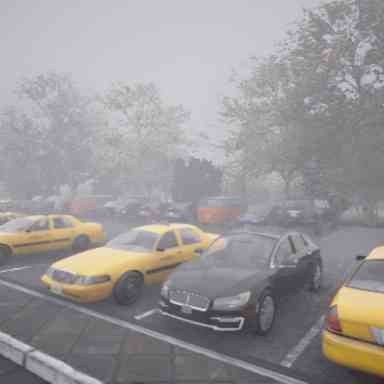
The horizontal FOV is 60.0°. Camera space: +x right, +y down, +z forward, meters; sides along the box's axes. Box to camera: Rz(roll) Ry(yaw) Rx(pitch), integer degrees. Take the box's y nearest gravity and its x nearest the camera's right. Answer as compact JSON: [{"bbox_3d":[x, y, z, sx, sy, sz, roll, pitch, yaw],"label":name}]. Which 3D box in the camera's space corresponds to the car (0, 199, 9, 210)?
[{"bbox_3d":[-26.871,1.629,43.629,2.002,1.452,4.674,0,0,36],"label":"car"}]

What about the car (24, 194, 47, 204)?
[{"bbox_3d":[-13.423,1.276,33.863,2.435,2.045,5.566,0,0,36],"label":"car"}]

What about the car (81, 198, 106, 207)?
[{"bbox_3d":[-6.671,1.496,29.018,2.097,1.535,5.008,0,0,36],"label":"car"}]

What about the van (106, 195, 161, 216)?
[{"bbox_3d":[-4.481,1.263,27.292,1.878,1.987,4.442,0,0,36],"label":"van"}]

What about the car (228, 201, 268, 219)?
[{"bbox_3d":[4.523,1.536,20.875,2.163,1.488,4.792,0,0,36],"label":"car"}]

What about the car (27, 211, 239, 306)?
[{"bbox_3d":[-1.020,1.523,8.546,1.946,1.575,5.366,0,0,36],"label":"car"}]

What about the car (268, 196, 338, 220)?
[{"bbox_3d":[6.801,1.269,19.296,2.435,2.045,5.566,0,0,36],"label":"car"}]

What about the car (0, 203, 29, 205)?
[{"bbox_3d":[-9.902,1.492,15.196,2.231,1.521,4.892,0,0,36],"label":"car"}]

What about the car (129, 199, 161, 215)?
[{"bbox_3d":[-2.171,1.514,25.790,2.163,1.488,4.792,0,0,36],"label":"car"}]

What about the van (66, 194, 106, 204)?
[{"bbox_3d":[-8.850,1.281,30.732,1.878,1.987,4.442,0,0,36],"label":"van"}]

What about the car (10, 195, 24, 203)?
[{"bbox_3d":[-15.667,1.286,35.487,2.435,2.045,5.566,0,0,36],"label":"car"}]

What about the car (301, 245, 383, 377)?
[{"bbox_3d":[3.695,1.551,5.591,1.946,1.575,5.366,0,0,36],"label":"car"}]

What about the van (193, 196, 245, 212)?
[{"bbox_3d":[2.264,1.269,22.688,1.878,1.987,4.442,0,0,36],"label":"van"}]

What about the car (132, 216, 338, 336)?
[{"bbox_3d":[1.341,1.541,7.074,2.231,1.521,4.892,0,0,36],"label":"car"}]

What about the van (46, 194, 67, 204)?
[{"bbox_3d":[-11.231,1.291,32.167,1.878,1.987,4.442,0,0,36],"label":"van"}]

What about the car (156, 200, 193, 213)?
[{"bbox_3d":[-0.033,1.516,24.242,2.163,1.488,4.792,0,0,36],"label":"car"}]

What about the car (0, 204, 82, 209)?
[{"bbox_3d":[-7.547,1.489,13.728,1.946,1.575,5.366,0,0,36],"label":"car"}]

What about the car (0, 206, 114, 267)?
[{"bbox_3d":[-5.616,1.497,11.873,1.946,1.575,5.366,0,0,36],"label":"car"}]

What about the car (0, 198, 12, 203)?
[{"bbox_3d":[-12.132,1.369,16.856,2.185,1.767,4.553,0,0,36],"label":"car"}]

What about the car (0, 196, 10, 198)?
[{"bbox_3d":[-20.142,1.558,38.754,2.097,1.535,5.008,0,0,36],"label":"car"}]
